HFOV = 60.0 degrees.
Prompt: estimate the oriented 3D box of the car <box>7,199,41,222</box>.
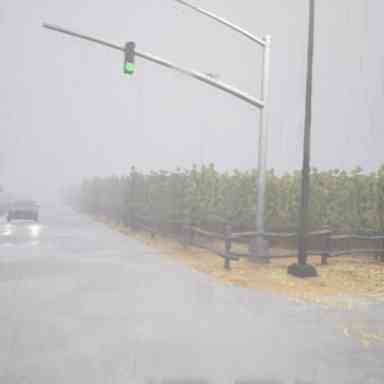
[{"bbox_3d":[-12.074,1.274,23.948,1.882,1.535,5.008,3,-1,-26],"label":"car"}]
